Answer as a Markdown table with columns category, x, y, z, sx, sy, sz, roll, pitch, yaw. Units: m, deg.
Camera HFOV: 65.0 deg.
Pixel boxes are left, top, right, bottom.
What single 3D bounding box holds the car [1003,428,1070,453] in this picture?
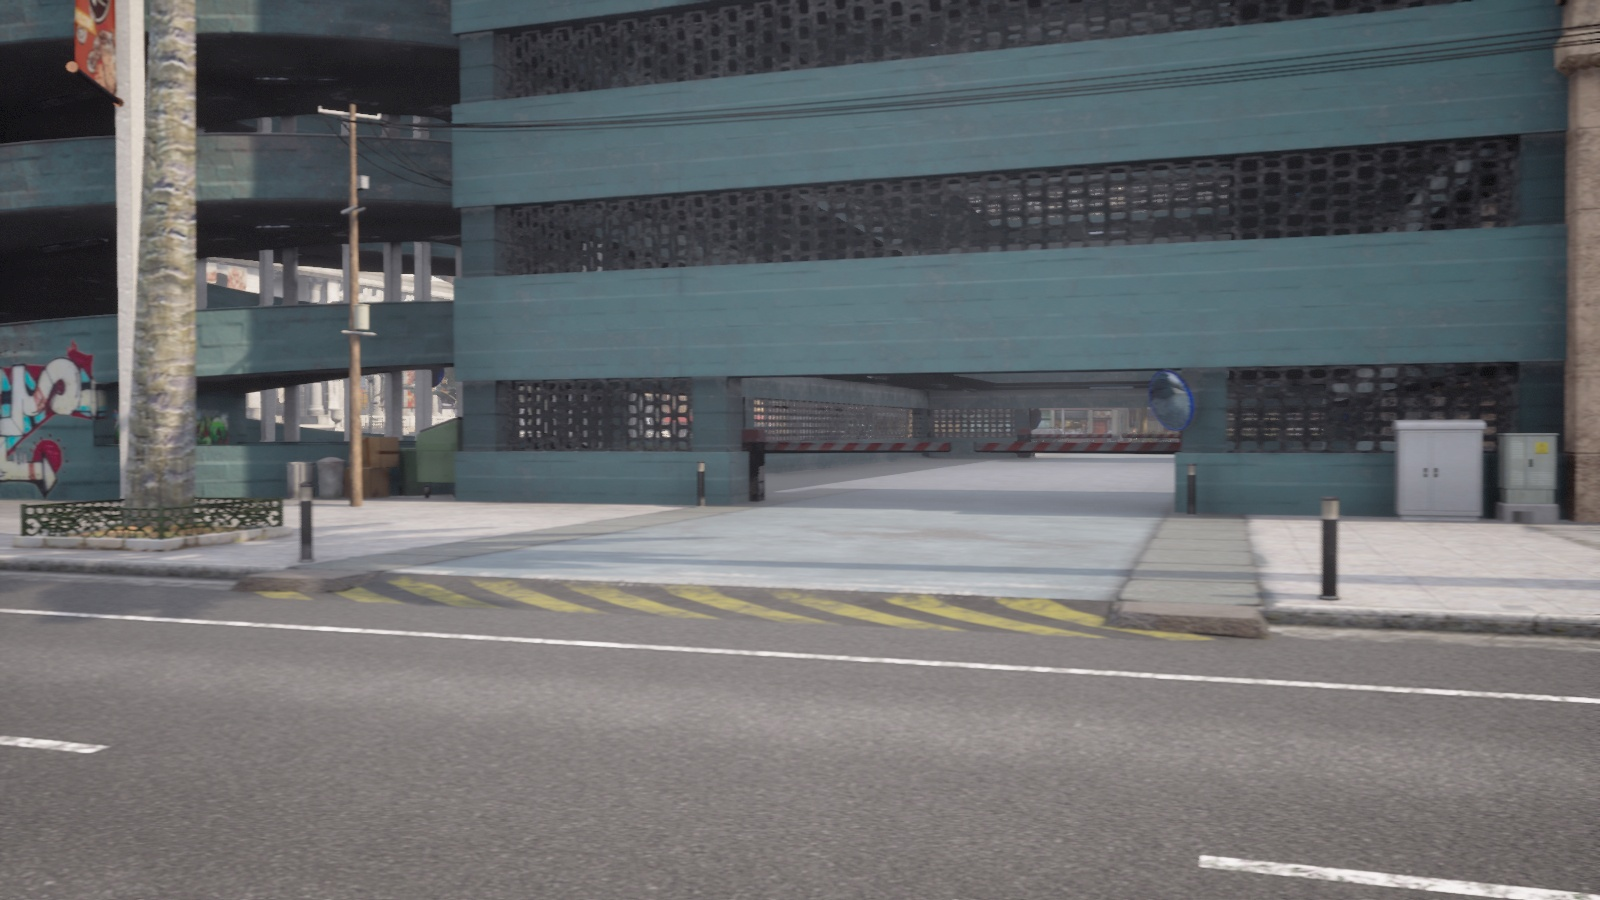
| category | x | y | z | sx | sy | sz | roll | pitch | yaw |
| --- | --- | --- | --- | --- | --- | --- | --- | --- | --- |
| car | 17.266 | -0.716 | 91.564 | 4.553 | 1.767 | 2.097 | 1 | 1 | 18 |
